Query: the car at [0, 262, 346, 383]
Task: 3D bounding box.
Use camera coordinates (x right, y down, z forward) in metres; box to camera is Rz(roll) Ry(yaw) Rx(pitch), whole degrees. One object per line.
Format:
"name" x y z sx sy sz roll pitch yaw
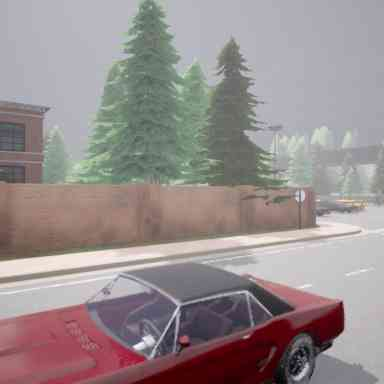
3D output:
"car" -0.404 1.601 3.702 4.718 1.301 1.895 0 0 -35

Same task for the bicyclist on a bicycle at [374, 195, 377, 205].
"bicyclist on a bicycle" 30.148 1.301 54.262 1.656 1.620 0.582 0 0 -35

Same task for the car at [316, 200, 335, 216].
"car" 10.446 1.548 31.863 2.033 1.411 5.357 0 0 -34

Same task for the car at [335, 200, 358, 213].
"car" 15.459 1.547 36.947 2.033 1.411 5.357 0 0 -35

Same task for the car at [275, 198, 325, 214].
"car" 11.667 1.492 36.242 2.128 1.511 4.902 0 0 -36
